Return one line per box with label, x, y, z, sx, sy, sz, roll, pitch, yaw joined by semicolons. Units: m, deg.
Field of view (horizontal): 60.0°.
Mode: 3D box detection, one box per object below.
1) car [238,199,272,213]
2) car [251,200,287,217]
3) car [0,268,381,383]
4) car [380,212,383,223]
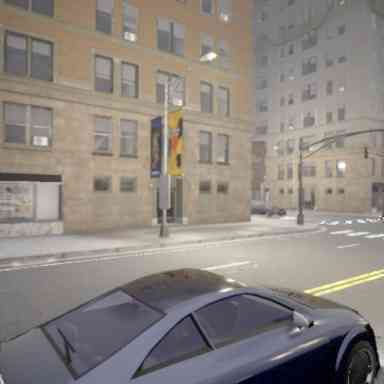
car;8.000;1.713;42.604;1.967;1.590;4.097;1;-1;-36
car;7.555;1.773;33.845;1.994;1.385;4.181;1;0;-36
car;0.216;1.583;3.607;4.181;1.385;1.994;1;0;-36
car;16.347;1.748;24.730;1.837;1.490;4.892;4;-1;-11
